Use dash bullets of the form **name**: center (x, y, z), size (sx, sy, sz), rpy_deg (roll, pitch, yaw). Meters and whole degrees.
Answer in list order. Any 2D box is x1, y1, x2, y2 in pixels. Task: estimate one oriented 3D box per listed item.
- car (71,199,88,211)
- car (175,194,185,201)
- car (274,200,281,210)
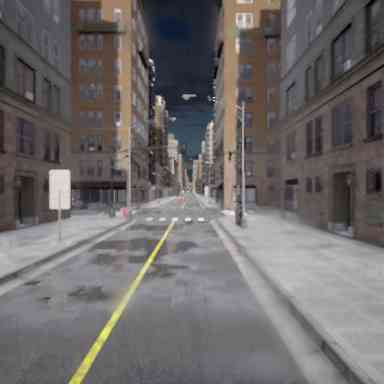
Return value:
- **car**: center (-14.528, 1.514, 39.543), size (4.313, 1.339, 1.947), rpy_deg (0, 0, 0)
- **car**: center (-2.738, 1.240, 77.117), size (2.097, 1.767, 4.553), rpy_deg (0, 0, 0)
- **car**: center (12.355, 1.240, 39.498), size (5.009, 1.841, 2.192), rpy_deg (0, 0, 0)
